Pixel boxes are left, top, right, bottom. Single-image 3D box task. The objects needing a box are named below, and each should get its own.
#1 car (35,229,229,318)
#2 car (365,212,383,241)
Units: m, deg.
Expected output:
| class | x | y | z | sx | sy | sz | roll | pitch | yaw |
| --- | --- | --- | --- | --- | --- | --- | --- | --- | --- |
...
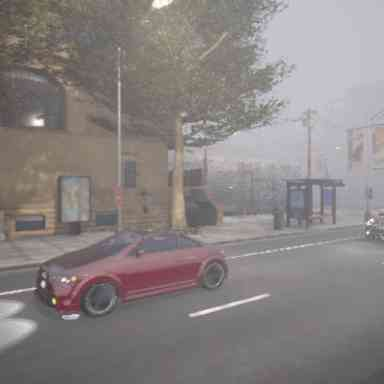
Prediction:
| class | x | y | z | sx | sy | sz | roll | pitch | yaw |
| --- | --- | --- | --- | --- | --- | --- | --- | --- | --- |
| car | -1.183 | 1.552 | 7.444 | 4.181 | 1.385 | 1.994 | 0 | 0 | -35 |
| car | 9.926 | 1.341 | 15.247 | 4.553 | 1.767 | 2.097 | 0 | 0 | -35 |
